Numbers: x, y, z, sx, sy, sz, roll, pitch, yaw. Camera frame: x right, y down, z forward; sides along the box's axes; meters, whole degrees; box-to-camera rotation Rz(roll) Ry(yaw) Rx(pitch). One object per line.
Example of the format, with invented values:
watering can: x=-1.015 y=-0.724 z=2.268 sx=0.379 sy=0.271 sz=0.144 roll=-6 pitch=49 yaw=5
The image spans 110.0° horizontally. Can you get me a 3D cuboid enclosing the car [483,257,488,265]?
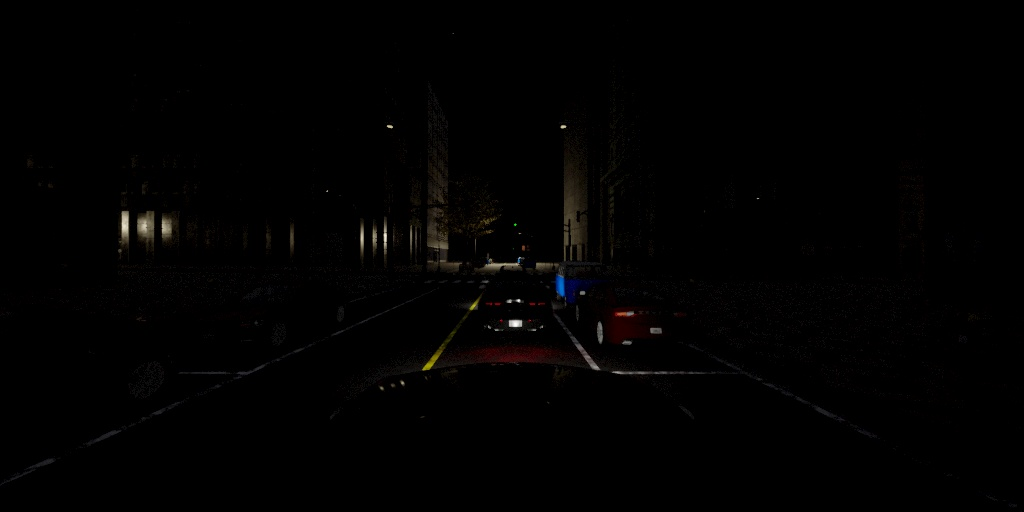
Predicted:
car: x=-5.964 y=1.101 z=63.056 sx=2.192 sy=1.841 sz=5.009 roll=0 pitch=0 yaw=0

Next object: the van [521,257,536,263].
van: x=2.596 y=1.117 z=52.613 sx=1.690 sy=1.789 sz=3.998 roll=0 pitch=0 yaw=0

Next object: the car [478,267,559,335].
car: x=0.074 y=1.257 z=10.464 sx=1.837 sy=1.490 sz=4.892 roll=0 pitch=0 yaw=0

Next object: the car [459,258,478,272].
car: x=-5.917 y=1.297 z=47.017 sx=1.751 sy=1.417 sz=4.829 roll=0 pitch=0 yaw=0

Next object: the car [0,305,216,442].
car: x=-5.782 y=1.295 z=3.569 sx=1.888 sy=1.381 sz=4.507 roll=0 pitch=0 yaw=0

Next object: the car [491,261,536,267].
car: x=0.045 y=1.246 z=20.208 sx=2.128 sy=1.511 sz=4.902 roll=0 pitch=0 yaw=-1

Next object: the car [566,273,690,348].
car: x=2.753 y=1.296 z=9.104 sx=1.888 sy=1.381 sz=4.507 roll=0 pitch=0 yaw=0

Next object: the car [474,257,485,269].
car: x=-5.946 y=1.326 z=57.767 sx=1.888 sy=1.381 sz=4.507 roll=0 pitch=0 yaw=0

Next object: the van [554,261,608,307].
van: x=2.736 y=1.093 z=14.629 sx=1.690 sy=1.789 sz=3.998 roll=0 pitch=0 yaw=0

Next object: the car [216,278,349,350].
car: x=-5.802 y=1.296 z=9.094 sx=1.888 sy=1.381 sz=4.507 roll=0 pitch=0 yaw=0

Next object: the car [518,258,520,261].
car: x=2.560 y=1.332 z=63.439 sx=1.888 sy=1.381 sz=4.507 roll=0 pitch=0 yaw=0

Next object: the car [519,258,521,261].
car: x=2.578 y=1.347 z=58.026 sx=1.948 sy=1.339 sz=4.313 roll=0 pitch=0 yaw=0
